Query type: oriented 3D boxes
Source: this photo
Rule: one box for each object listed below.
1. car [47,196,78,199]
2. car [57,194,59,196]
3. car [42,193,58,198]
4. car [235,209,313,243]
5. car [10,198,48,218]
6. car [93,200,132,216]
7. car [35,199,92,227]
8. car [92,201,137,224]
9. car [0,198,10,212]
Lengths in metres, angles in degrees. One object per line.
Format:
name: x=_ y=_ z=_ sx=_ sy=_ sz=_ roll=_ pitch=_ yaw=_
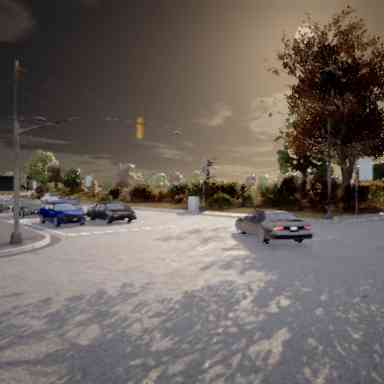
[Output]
car: x=-12.180 y=1.463 z=32.541 sx=2.128 sy=1.511 sz=4.902 roll=0 pitch=0 yaw=-39
car: x=-19.429 y=1.444 z=53.095 sx=2.128 sy=1.511 sz=4.902 roll=0 pitch=0 yaw=-39
car: x=-25.987 y=1.177 z=61.182 sx=2.150 sy=2.045 sz=5.566 roll=0 pitch=0 yaw=-38
car: x=3.656 y=1.508 z=15.825 sx=2.033 sy=1.411 sz=5.357 roll=0 pitch=0 yaw=-10
car: x=-14.839 y=1.488 z=30.264 sx=1.837 sy=1.490 sz=4.892 roll=0 pitch=0 yaw=-39
car: x=-8.056 y=1.560 z=33.329 sx=1.895 sy=1.301 sz=4.718 roll=0 pitch=0 yaw=-39
car: x=-8.964 y=1.459 z=22.934 sx=1.882 sy=1.535 sz=5.008 roll=0 pitch=0 yaw=-40
car: x=-6.175 y=1.517 z=25.054 sx=2.033 sy=1.411 sz=5.357 roll=0 pitch=0 yaw=-39
car: x=-21.199 y=1.477 z=38.209 sx=2.128 sy=1.511 sz=4.902 roll=0 pitch=0 yaw=-38
